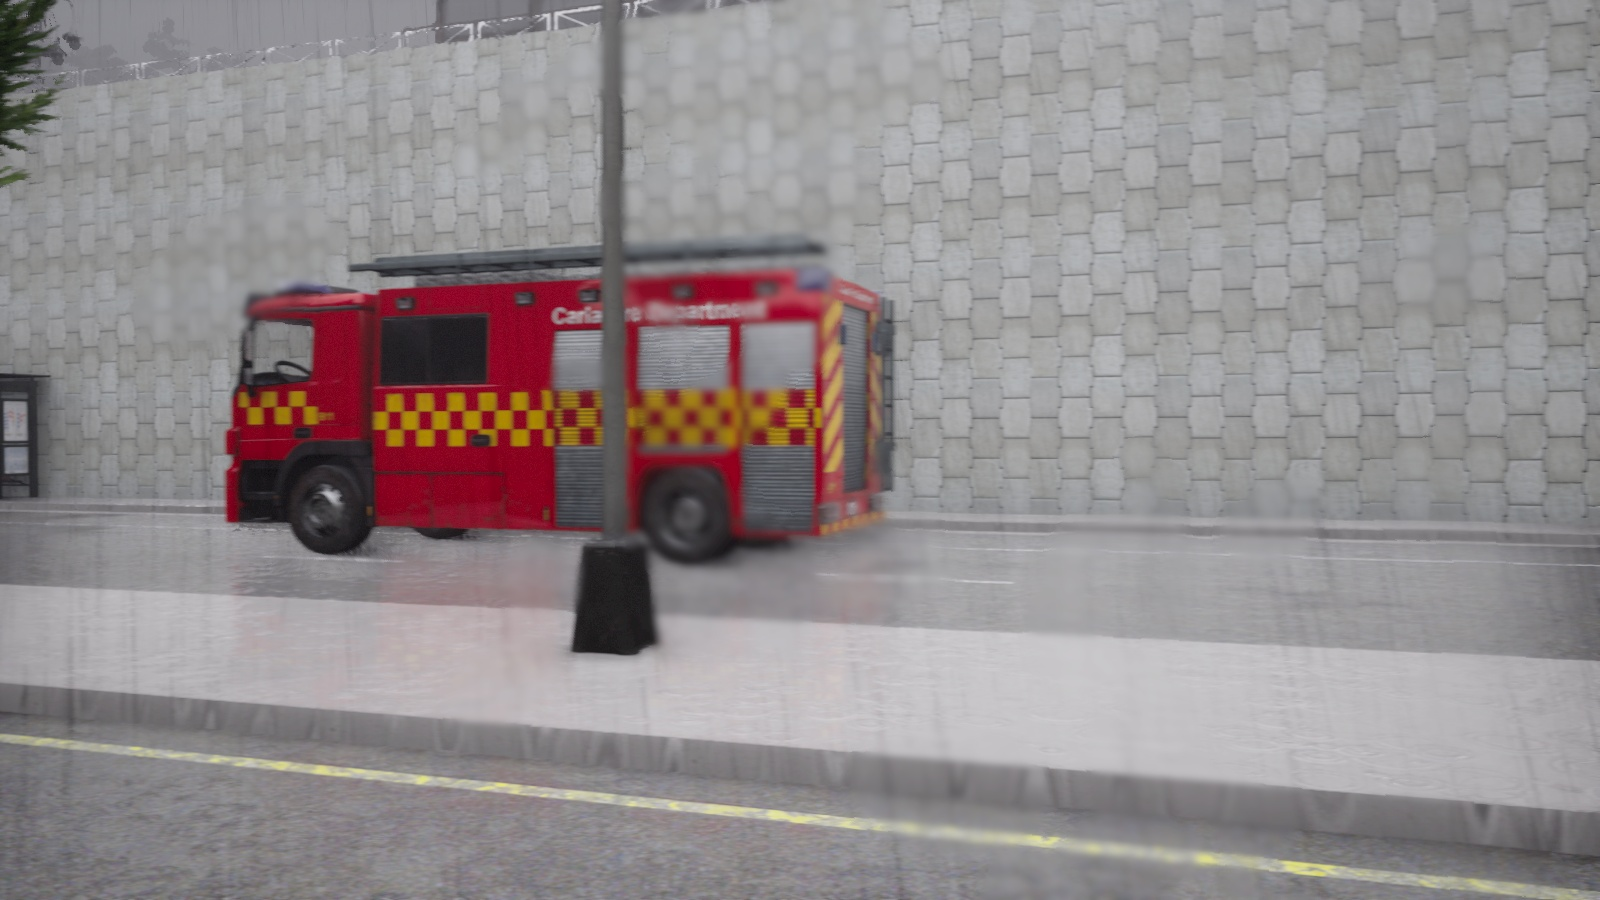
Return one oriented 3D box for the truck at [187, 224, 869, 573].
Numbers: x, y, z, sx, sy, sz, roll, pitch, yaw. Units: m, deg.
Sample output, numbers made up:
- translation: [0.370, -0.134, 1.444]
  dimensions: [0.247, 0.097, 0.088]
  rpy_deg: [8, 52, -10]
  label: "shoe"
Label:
- translation: [-3.575, -0.616, 16.512]
  dimensions: [8.468, 3.827, 2.891]
  rpy_deg: [1, 1, 19]
  label: "truck"
